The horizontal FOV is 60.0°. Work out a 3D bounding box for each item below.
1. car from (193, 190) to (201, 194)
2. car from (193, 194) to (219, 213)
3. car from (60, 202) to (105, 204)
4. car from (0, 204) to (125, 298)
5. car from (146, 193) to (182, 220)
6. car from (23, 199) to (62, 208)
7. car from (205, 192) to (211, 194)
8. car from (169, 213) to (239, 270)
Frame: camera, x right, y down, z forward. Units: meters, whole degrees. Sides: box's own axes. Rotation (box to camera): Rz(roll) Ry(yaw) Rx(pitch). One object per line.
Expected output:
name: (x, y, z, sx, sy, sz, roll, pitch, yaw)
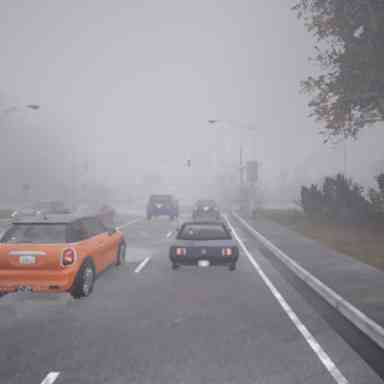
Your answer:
car: (1.210, 0.941, 93.884, 2.128, 1.511, 4.902, 0, 1, 3)
car: (1.170, 1.312, 27.477, 2.097, 1.767, 4.553, 0, 0, 3)
car: (-6.353, 1.452, 21.522, 1.882, 1.535, 5.008, 0, 0, 3)
car: (-3.185, 1.355, 8.690, 2.097, 1.767, 4.553, 0, 0, 2)
car: (-2.335, 1.177, 27.569, 2.150, 2.045, 5.566, 0, 0, 3)
car: (-9.835, 1.321, 21.899, 2.097, 1.767, 4.553, 0, 0, 3)
car: (4.745, 0.944, 94.460, 2.128, 1.511, 4.902, 0, 1, 3)
car: (0.387, 1.607, 11.061, 1.895, 1.301, 4.718, 0, 0, 2)
